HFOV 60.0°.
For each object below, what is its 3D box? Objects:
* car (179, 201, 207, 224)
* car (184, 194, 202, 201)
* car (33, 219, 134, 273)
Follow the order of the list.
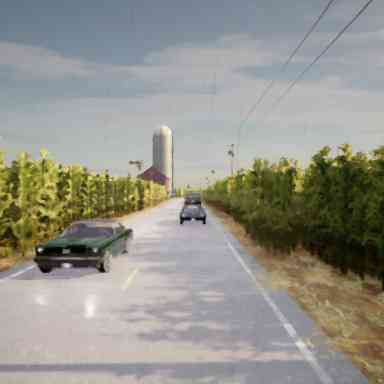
[{"bbox_3d":[0.079,1.605,24.748,1.895,1.301,4.718,0,0,0],"label":"car"},{"bbox_3d":[0.098,1.227,43.824,2.150,2.045,5.566,0,0,0],"label":"car"},{"bbox_3d":[-3.226,1.603,10.816,1.895,1.301,4.718,0,0,1],"label":"car"}]
